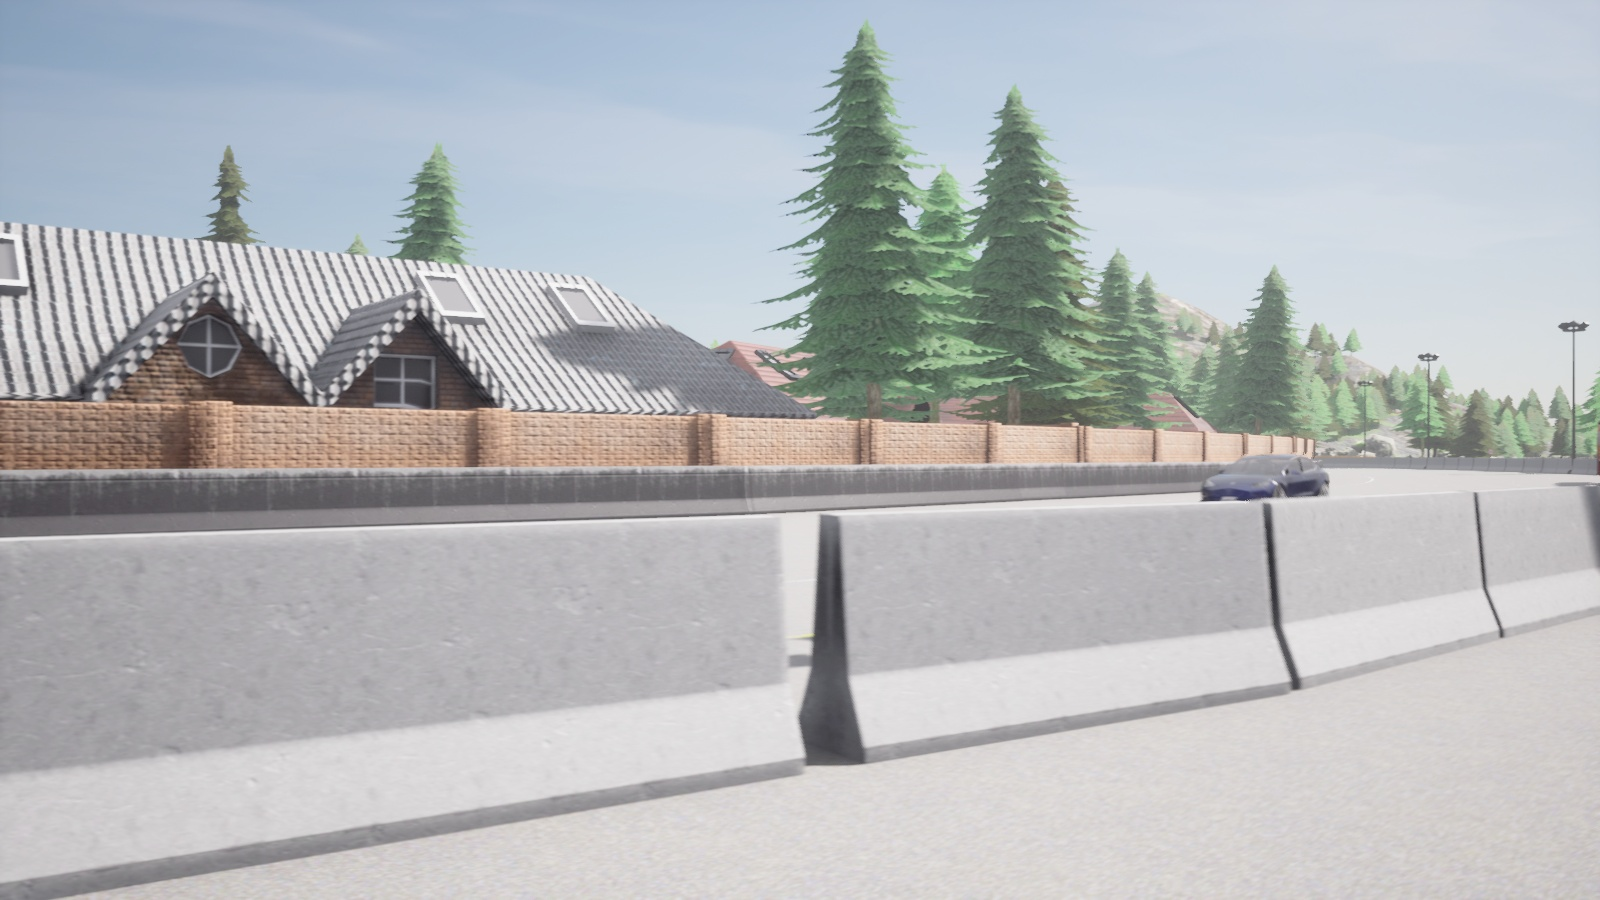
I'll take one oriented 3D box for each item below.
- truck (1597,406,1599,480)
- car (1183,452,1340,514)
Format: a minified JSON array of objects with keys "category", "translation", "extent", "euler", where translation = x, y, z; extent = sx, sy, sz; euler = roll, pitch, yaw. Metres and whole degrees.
[{"category":"truck","translation":[41.322,-0.347,61.732],"extent":[2.891,3.827,8.468],"euler":[0,0,28]},{"category":"car","translation":[12.213,0.806,33.049],"extent":[2.163,1.488,4.792],"euler":[0,0,43]}]
